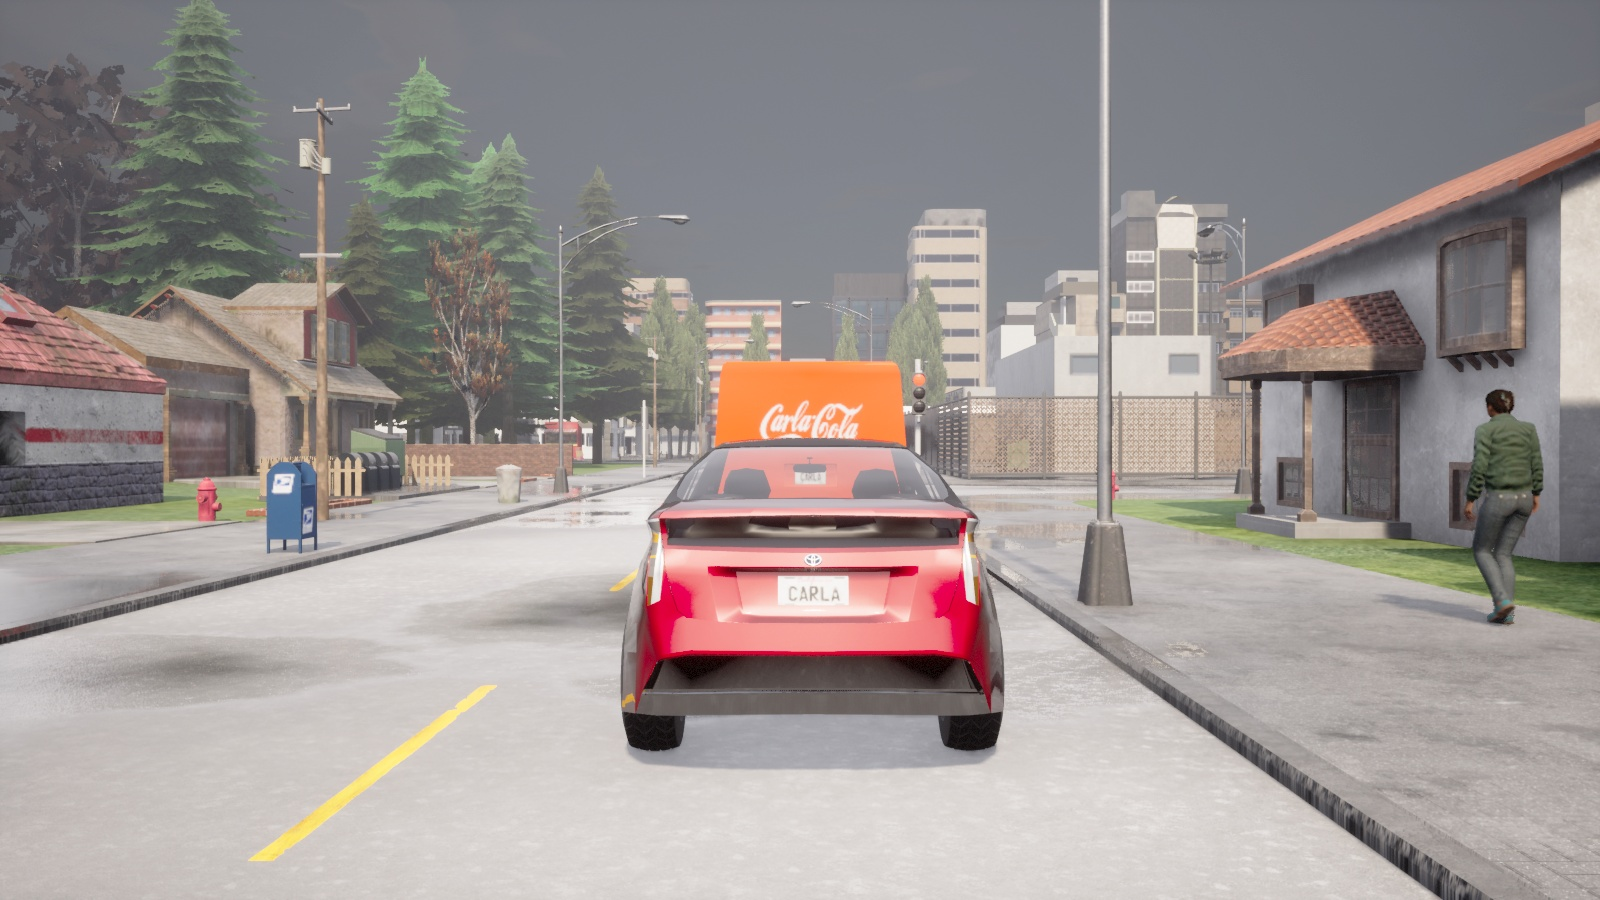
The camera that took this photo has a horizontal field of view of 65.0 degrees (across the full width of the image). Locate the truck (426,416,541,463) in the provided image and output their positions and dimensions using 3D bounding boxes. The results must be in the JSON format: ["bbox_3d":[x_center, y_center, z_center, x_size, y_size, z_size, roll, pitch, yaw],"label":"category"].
[{"bbox_3d":[-23.756,-0.788,94.488,7.936,3.462,2.891,0,0,2],"label":"truck"}]

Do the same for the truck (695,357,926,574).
[{"bbox_3d":[0.118,0.164,16.898,2.627,2.467,5.204,0,0,0],"label":"truck"}]

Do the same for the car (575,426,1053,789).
[{"bbox_3d":[0.061,0.651,7.533,2.007,1.525,4.514,0,0,0],"label":"car"}]

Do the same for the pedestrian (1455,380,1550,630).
[{"bbox_3d":[5.354,0.406,9.592,0.353,1.847,0.614,0,0,-2],"label":"pedestrian"}]

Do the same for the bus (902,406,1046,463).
[{"bbox_3d":[12.958,-1.152,94.425,10.273,4.253,3.944,0,0,0],"label":"bus"}]
